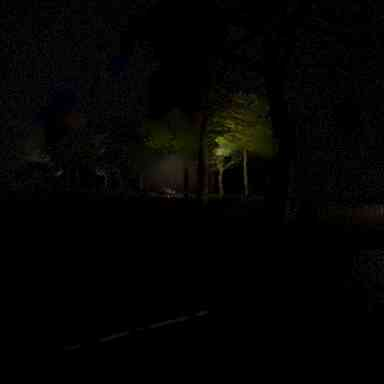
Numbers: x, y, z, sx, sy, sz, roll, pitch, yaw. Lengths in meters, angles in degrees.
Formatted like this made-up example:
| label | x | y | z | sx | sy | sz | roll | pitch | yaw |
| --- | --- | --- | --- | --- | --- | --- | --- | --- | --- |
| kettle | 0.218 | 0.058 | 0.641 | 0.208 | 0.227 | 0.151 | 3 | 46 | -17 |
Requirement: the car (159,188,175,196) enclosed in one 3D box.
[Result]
| label | x | y | z | sx | sy | sz | roll | pitch | yaw |
| --- | --- | --- | --- | --- | --- | --- | --- | --- | --- |
| car | -5.489 | -0.089 | 73.899 | 2.097 | 1.767 | 4.553 | -1 | 2 | -31 |
